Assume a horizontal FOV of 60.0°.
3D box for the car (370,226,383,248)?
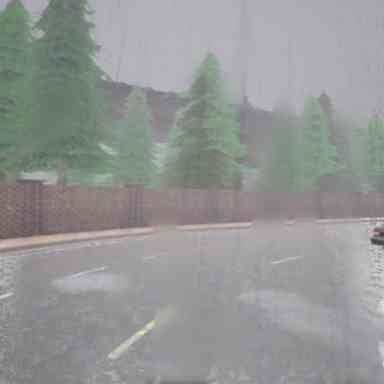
[{"bbox_3d":[9.867,1.776,14.128,5.357,1.411,2.033,1,0,-30],"label":"car"}]
